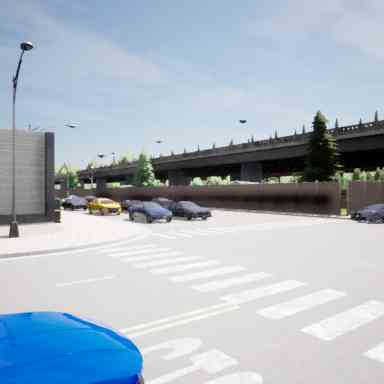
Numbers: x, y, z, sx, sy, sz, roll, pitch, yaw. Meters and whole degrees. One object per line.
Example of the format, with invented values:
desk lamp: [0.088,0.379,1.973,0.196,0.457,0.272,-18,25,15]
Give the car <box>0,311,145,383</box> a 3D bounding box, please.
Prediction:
car: [-2.651,1.478,1.883,5.008,1.535,1.882,0,0,-36]

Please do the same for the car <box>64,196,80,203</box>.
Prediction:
car: [-23.772,1.469,65.932,1.812,1.442,4.674,0,0,-36]

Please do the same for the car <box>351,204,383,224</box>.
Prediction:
car: [13.883,1.557,24.310,4.181,1.385,1.994,0,0,-10]

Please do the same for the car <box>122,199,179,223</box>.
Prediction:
car: [-3.231,1.470,24.996,1.812,1.442,4.674,0,0,-36]

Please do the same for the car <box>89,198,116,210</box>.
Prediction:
car: [-11.454,1.470,42.542,1.812,1.442,4.674,0,0,-36]

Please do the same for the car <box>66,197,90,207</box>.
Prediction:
car: [-17.486,1.492,50.986,2.033,1.411,5.357,0,0,-35]

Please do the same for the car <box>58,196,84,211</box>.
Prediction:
car: [-14.294,1.492,40.480,2.033,1.411,5.357,0,0,-35]

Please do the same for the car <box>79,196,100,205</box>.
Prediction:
car: [-17.845,1.422,57.813,1.882,1.535,5.008,0,0,-36]

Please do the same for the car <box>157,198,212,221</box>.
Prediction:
car: [-0.629,1.492,27.367,2.033,1.411,5.357,0,0,-36]

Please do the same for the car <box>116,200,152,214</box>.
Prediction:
car: [-6.199,1.545,35.169,1.895,1.301,4.718,0,0,-36]

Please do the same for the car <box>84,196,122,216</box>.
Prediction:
car: [-8.597,1.422,32.501,1.882,1.535,5.008,0,0,-36]
